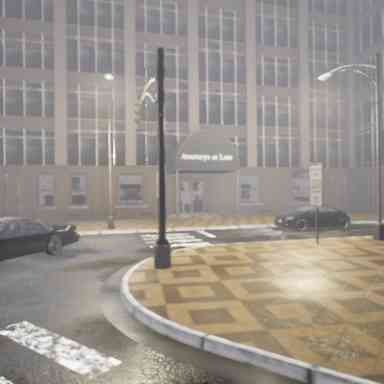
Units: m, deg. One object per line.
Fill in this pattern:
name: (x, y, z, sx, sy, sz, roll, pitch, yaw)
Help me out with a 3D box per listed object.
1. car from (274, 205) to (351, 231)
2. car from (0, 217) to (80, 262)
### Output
car: (6.819, 1.420, 18.988, 4.181, 1.385, 1.994, -1, 0, -14)
car: (-6.173, 1.554, 10.837, 2.033, 1.411, 5.357, 0, 1, 27)
